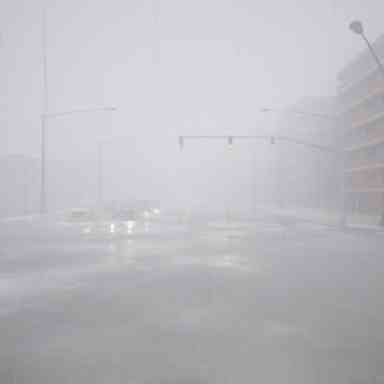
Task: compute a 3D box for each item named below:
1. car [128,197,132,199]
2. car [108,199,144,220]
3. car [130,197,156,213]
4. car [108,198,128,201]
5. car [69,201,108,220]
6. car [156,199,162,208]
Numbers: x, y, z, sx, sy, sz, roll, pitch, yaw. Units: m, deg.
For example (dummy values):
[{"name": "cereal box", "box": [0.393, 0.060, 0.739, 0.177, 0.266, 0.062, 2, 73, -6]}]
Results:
[{"name": "car", "box": [-9.181, 1.559, 49.940, 1.837, 1.490, 4.892, 0, 0, 1]}, {"name": "car", "box": [-5.969, 1.676, 30.511, 1.837, 1.490, 4.892, 0, 0, 1]}, {"name": "car", "box": [-5.827, 1.633, 39.914, 1.837, 1.490, 4.892, 0, 0, 1]}, {"name": "car", "box": [-9.328, 1.638, 39.722, 1.837, 1.490, 4.892, 0, 0, 1]}, {"name": "car", "box": [-9.469, 1.657, 30.237, 1.882, 1.535, 5.008, 0, 0, 1]}, {"name": "car", "box": [-5.684, 1.652, 49.796, 1.895, 1.301, 4.718, 0, 0, 1]}]
